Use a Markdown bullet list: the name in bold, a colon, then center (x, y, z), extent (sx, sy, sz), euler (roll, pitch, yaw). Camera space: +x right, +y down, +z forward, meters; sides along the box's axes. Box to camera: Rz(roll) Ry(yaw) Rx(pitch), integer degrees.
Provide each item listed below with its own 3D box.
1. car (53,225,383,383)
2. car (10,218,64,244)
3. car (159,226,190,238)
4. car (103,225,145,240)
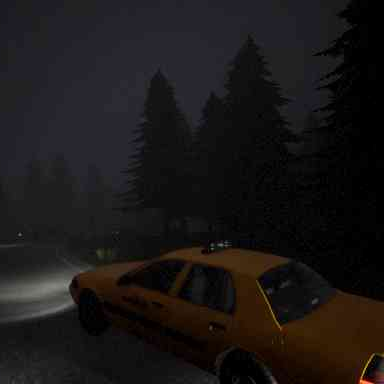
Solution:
- **car**: center (0.144, 1.441, 4.732), extent (5.366, 1.575, 1.801), euler (0, 1, 43)
- **car**: center (-12.760, 3.220, 28.070), extent (2.150, 2.045, 5.566), euler (-4, -7, 7)
- **car**: center (-2.327, 5.543, 46.258), extent (1.882, 1.535, 5.008), euler (-5, -8, 30)
- **car**: center (-7.443, 4.510, 36.948), extent (2.033, 1.411, 5.357), euler (-4, -8, 20)
